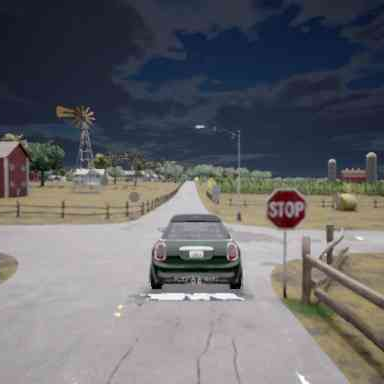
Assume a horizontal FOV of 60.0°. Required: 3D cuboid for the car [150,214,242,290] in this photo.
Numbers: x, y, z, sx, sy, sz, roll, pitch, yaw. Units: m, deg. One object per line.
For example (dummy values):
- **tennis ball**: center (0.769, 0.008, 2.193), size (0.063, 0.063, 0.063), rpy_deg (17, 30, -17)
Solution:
- **car**: center (0.092, 1.383, 9.369), size (2.097, 1.767, 4.553), rpy_deg (0, 0, 0)
